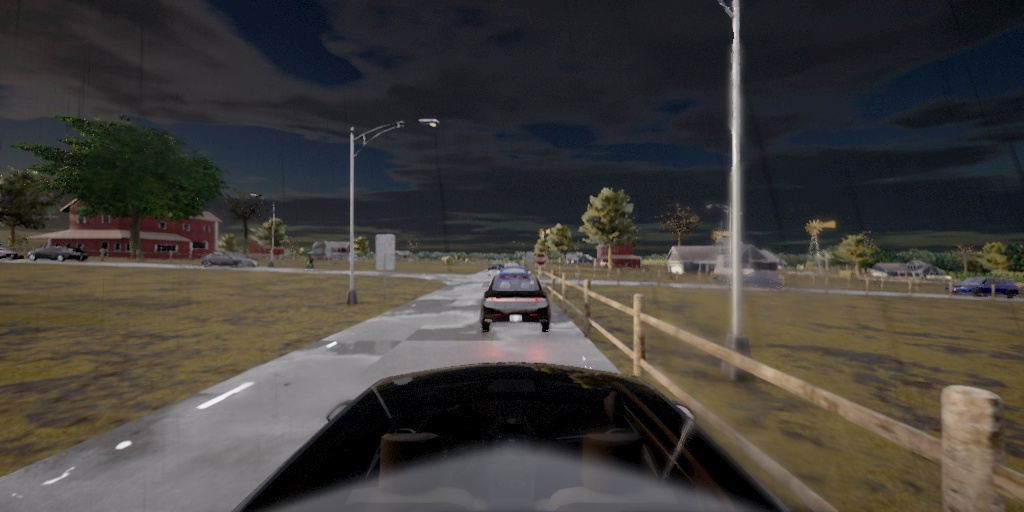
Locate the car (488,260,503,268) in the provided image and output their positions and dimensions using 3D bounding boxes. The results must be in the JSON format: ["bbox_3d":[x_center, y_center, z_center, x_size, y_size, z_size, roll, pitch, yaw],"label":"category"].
[{"bbox_3d":[-2.785,1.681,57.400,1.994,1.385,4.181,0,0,0],"label":"car"}]

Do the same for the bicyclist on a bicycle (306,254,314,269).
[{"bbox_3d":[-22.586,0.643,40.083,0.582,1.620,1.656,2,-1,0],"label":"bicyclist on a bicycle"}]

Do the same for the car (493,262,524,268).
[{"bbox_3d":[0.123,1.344,21.325,1.882,1.535,5.008,0,0,1],"label":"car"}]

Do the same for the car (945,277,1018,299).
[{"bbox_3d":[48.357,3.209,36.964,5.566,2.045,2.150,3,0,0],"label":"car"}]

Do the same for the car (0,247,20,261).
[{"bbox_3d":[-49.553,-0.265,34.172,4.181,1.385,1.994,2,0,0],"label":"car"}]

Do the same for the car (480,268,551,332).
[{"bbox_3d":[0.096,1.292,11.050,2.128,1.511,4.902,0,0,0],"label":"car"}]

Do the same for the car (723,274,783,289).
[{"bbox_3d":[24.955,2.553,37.053,5.357,1.411,2.033,2,0,0],"label":"car"}]

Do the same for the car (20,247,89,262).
[{"bbox_3d":[-46.811,-0.209,36.992,4.892,1.490,1.837,2,0,0],"label":"car"}]

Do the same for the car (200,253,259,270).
[{"bbox_3d":[-26.747,0.475,34.099,4.902,1.511,2.128,2,0,0],"label":"car"}]
